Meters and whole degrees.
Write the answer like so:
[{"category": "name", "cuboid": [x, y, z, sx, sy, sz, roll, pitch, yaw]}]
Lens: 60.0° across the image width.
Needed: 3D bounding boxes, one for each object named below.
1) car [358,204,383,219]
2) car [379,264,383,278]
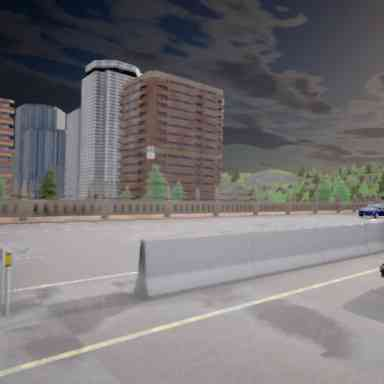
[{"category": "car", "cuboid": [20.764, 2.148, 37.810, 5.008, 1.535, 1.882, 2, 0, -38]}, {"category": "car", "cuboid": [7.045, 1.735, 8.957, 5.357, 1.411, 2.033, 2, 0, -38]}]
